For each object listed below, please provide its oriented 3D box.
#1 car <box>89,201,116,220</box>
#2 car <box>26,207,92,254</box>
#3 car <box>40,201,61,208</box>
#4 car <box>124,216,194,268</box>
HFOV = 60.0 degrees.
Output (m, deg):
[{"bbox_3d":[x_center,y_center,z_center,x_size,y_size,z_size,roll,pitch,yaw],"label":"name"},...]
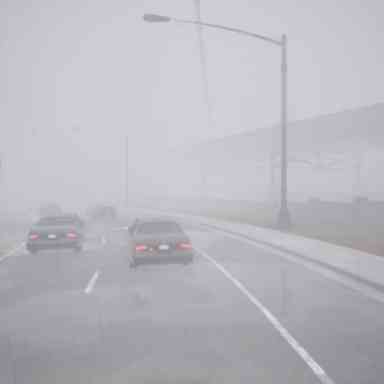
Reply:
[{"bbox_3d":[-7.876,1.547,28.951,1.812,1.442,4.674,-1,0,-26],"label":"car"},{"bbox_3d":[-5.458,1.574,13.854,2.033,1.411,5.357,-1,0,-15],"label":"car"},{"bbox_3d":[-14.647,1.635,34.528,1.812,1.442,4.674,-1,0,-28],"label":"car"},{"bbox_3d":[-1.276,1.538,11.408,2.033,1.411,5.357,-1,0,-12],"label":"car"}]
